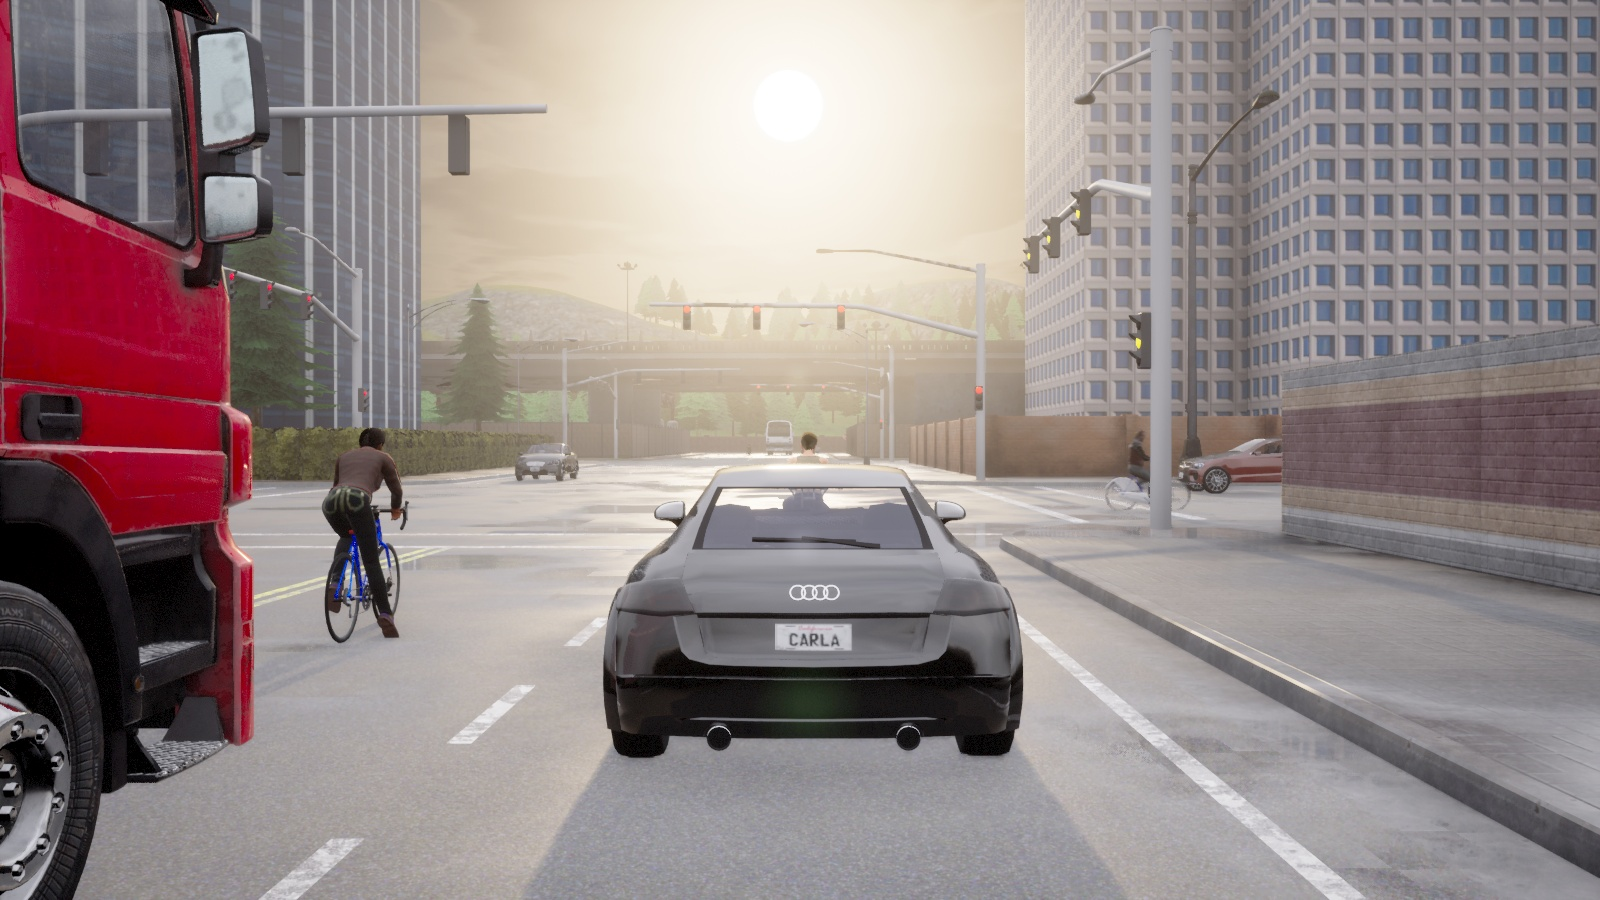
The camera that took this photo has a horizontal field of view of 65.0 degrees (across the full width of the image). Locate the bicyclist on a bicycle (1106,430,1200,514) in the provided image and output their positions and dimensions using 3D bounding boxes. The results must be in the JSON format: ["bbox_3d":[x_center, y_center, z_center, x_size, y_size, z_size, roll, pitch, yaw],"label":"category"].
[{"bbox_3d":[7.615,0.470,27.139,1.843,1.776,0.659,0,0,0],"label":"bicyclist on a bicycle"}]

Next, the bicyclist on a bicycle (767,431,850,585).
[{"bbox_3d":[0.093,0.604,13.963,0.866,1.612,1.509,0,0,0],"label":"bicyclist on a bicycle"}]

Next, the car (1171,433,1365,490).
[{"bbox_3d":[13.928,0.324,37.603,5.027,1.651,2.152,0,0,1],"label":"car"}]

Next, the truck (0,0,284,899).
[{"bbox_3d":[-3.478,-0.243,0.926,2.891,3.462,7.936,0,0,0],"label":"truck"}]

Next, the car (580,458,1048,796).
[{"bbox_3d":[0.060,0.768,7.443,1.994,1.385,4.181,0,0,0],"label":"car"}]

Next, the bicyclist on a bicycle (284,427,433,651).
[{"bbox_3d":[-3.426,0.641,9.893,0.582,1.620,1.656,0,0,0],"label":"bicyclist on a bicycle"}]

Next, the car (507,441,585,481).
[{"bbox_3d":[-10.185,0.408,50.752,2.128,1.511,4.902,0,0,0],"label":"car"}]
